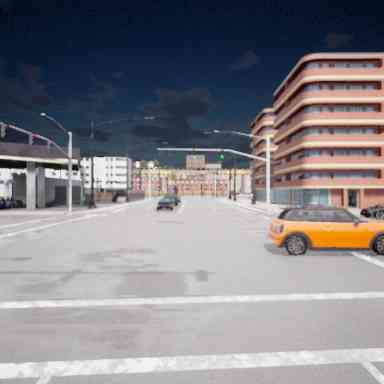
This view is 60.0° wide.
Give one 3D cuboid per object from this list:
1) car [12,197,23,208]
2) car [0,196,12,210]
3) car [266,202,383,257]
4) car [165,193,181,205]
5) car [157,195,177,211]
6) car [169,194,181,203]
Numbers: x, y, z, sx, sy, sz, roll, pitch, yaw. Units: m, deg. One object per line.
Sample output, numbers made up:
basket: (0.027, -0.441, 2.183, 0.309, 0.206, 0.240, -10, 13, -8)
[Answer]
car: (-24.055, 1.366, 42.987, 3.806, 1.475, 1.970, 0, 0, 1)
car: (-23.335, 1.217, 37.236, 4.611, 1.667, 2.242, 0, 0, 1)
car: (5.173, 1.323, 12.316, 4.553, 1.767, 2.097, 0, 0, 0)
car: (-3.276, 1.113, 51.281, 2.150, 2.045, 5.566, 0, 0, -1)
car: (-3.168, 1.463, 40.121, 2.033, 1.411, 5.357, 0, 0, -1)
car: (-3.336, 1.215, 65.919, 2.097, 1.767, 4.553, 0, 0, 0)
